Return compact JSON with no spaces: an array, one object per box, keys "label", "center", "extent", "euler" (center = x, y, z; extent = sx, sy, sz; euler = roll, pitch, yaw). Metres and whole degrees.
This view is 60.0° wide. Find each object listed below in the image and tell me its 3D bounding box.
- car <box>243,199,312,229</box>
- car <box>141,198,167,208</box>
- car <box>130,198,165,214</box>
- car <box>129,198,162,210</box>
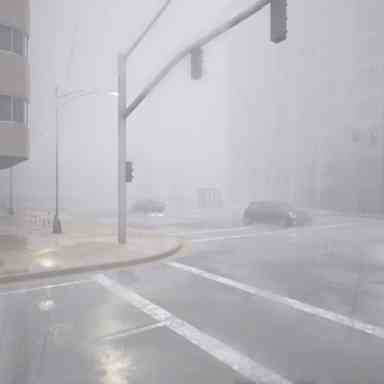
[{"label":"car","center":[5.464,1.352,21.650],"extent":[2.097,1.767,4.553],"euler":[0,0,-36]},{"label":"car","center":[-5.708,1.564,49.159],"extent":[1.994,1.385,4.181],"euler":[0,0,-36]},{"label":"car","center":[-4.688,1.564,35.573],"extent":[1.994,1.385,4.181],"euler":[0,0,-36]},{"label":"car","center":[-6.227,1.547,43.940],"extent":[2.033,1.411,5.357],"euler":[0,0,-36]}]
